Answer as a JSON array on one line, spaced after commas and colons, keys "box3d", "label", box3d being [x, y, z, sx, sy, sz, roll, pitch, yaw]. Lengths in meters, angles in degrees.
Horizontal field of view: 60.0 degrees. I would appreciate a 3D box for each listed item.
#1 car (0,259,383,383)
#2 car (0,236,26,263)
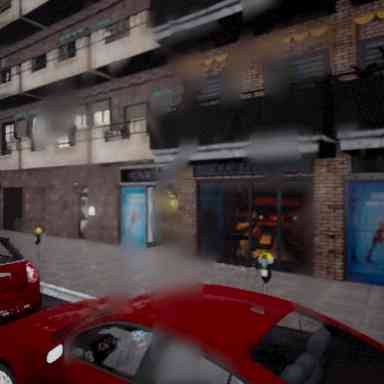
[{"box3d": [-0.102, 1.547, 2.947, 4.507, 1.381, 1.887, 0, 0, 36], "label": "car"}, {"box3d": [-4.685, 1.452, 6.217, 4.097, 1.590, 1.967, 0, 0, 36], "label": "car"}]
